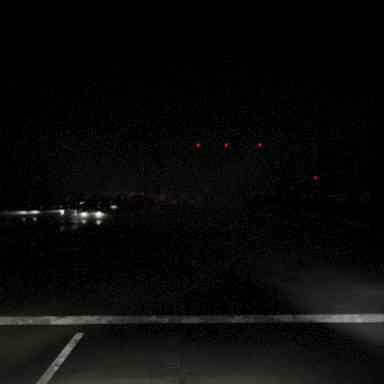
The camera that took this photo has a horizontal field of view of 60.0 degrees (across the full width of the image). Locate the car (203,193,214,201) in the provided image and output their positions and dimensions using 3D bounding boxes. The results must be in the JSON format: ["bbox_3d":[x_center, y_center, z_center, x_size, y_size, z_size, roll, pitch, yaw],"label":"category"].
[{"bbox_3d":[3.483,1.202,68.746,2.033,1.411,5.357,0,0,0],"label":"car"}]

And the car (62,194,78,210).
[{"bbox_3d":[-14.093,1.301,40.432,1.837,1.490,4.892,0,0,0],"label":"car"}]

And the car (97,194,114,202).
[{"bbox_3d":[-17.517,1.202,67.336,2.033,1.411,5.357,0,0,0],"label":"car"}]

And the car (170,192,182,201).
[{"bbox_3d":[-3.517,1.158,68.744,1.837,1.490,4.892,0,0,0],"label":"car"}]

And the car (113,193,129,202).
[{"bbox_3d":[-14.027,1.023,65.719,2.097,1.767,4.553,0,0,0],"label":"car"}]

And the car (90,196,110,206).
[{"bbox_3d":[-14.090,1.305,51.158,1.994,1.385,4.181,0,1,0],"label":"car"}]

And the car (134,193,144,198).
[{"bbox_3d":[-10.549,1.032,63.820,2.097,1.767,4.553,0,0,1],"label":"car"}]

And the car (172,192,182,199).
[{"bbox_3d":[-3.519,0.790,79.133,2.097,1.767,4.553,0,0,0],"label":"car"}]

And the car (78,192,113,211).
[{"bbox_3d":[-10.599,1.167,36.900,2.097,1.767,4.553,0,0,0],"label":"car"}]

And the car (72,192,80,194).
[{"bbox_3d":[-17.578,0.962,51.586,2.150,2.045,5.566,0,0,1],"label":"car"}]

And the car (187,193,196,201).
[{"bbox_3d":[-0.017,1.159,68.745,1.837,1.490,4.892,0,0,0],"label":"car"}]

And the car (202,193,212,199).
[{"bbox_3d":[3.480,0.975,79.165,2.033,1.411,5.357,0,0,0],"label":"car"}]

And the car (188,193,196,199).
[{"bbox_3d":[-0.019,0.913,79.164,1.882,1.535,5.008,0,0,0],"label":"car"}]

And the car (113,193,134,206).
[{"bbox_3d":[-10.596,1.295,50.084,2.033,1.411,5.357,0,0,0],"label":"car"}]

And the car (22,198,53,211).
[{"bbox_3d":[-17.598,1.372,38.053,1.994,1.385,4.181,0,0,0],"label":"car"}]
